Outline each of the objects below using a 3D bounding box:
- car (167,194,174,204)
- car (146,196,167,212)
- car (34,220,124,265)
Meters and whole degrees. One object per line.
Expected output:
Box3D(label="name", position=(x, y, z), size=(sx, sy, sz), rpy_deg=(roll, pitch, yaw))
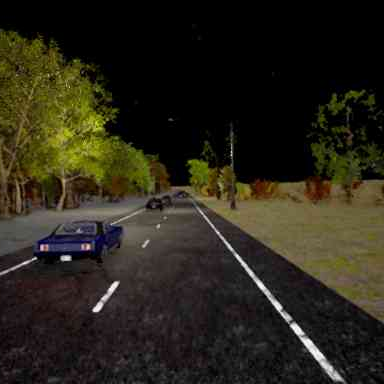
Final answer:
Box3D(label="car", position=(-4.911, 1.453, 64.298), size=(1.837, 1.490, 4.892), rpy_deg=(-1, 0, -1))
Box3D(label="car", position=(-4.358, 1.478, 39.960), size=(1.882, 1.535, 5.008), rpy_deg=(-1, 0, -1))
Box3D(label="car", position=(-3.719, 1.641, 11.912), size=(1.895, 1.301, 4.718), rpy_deg=(-1, 0, -1))
